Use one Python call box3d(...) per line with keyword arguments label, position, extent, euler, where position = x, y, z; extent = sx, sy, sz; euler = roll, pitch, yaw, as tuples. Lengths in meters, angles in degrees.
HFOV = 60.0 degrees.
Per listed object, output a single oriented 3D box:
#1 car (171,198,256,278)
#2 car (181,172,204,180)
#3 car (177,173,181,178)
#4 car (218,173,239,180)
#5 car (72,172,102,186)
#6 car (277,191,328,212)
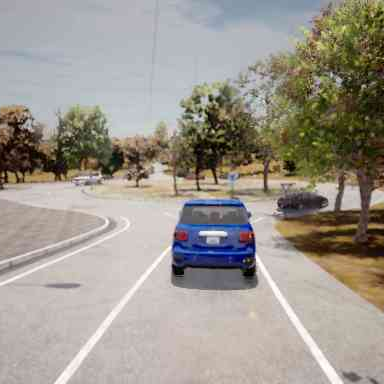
box3d(label="car", position=(0.693, 1.212, 10.363), extent=(2.150, 2.045, 5.566), euler=(0, 0, 4))
box3d(label="car", position=(0.381, -3.000, 65.498), extent=(4.181, 1.385, 1.994), euler=(0, 6, 0))
box3d(label="car", position=(-1.154, -3.705, 72.448), extent=(4.902, 1.511, 2.128), euler=(4, 7, 41))
box3d(label="car", position=(7.510, -3.221, 67.717), extent=(4.181, 1.385, 1.994), euler=(2, 6, 21))
box3d(label="car", position=(-16.420, -2.068, 52.460), extent=(2.150, 2.045, 5.566), euler=(1, 5, 19))
box3d(label="car", position=(9.294, 0.689, 27.793), extent=(4.892, 1.490, 1.837), euler=(-5, 6, -31))
